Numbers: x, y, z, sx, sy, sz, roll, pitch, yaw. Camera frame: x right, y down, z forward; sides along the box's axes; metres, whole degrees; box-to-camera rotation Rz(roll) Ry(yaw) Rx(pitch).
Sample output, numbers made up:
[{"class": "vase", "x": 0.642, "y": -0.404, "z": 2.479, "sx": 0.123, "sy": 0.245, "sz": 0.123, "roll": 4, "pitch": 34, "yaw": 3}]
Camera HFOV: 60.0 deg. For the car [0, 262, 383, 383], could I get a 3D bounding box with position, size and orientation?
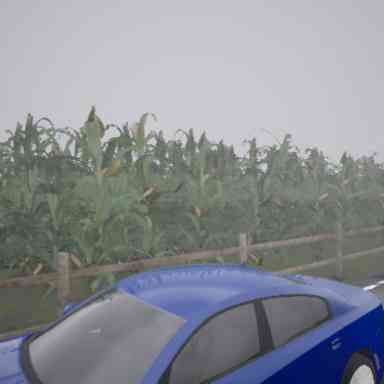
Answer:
[{"class": "car", "x": -0.114, "y": 1.507, "z": 2.999, "sx": 5.008, "sy": 1.535, "sz": 1.882, "roll": 0, "pitch": -1, "yaw": -38}]
